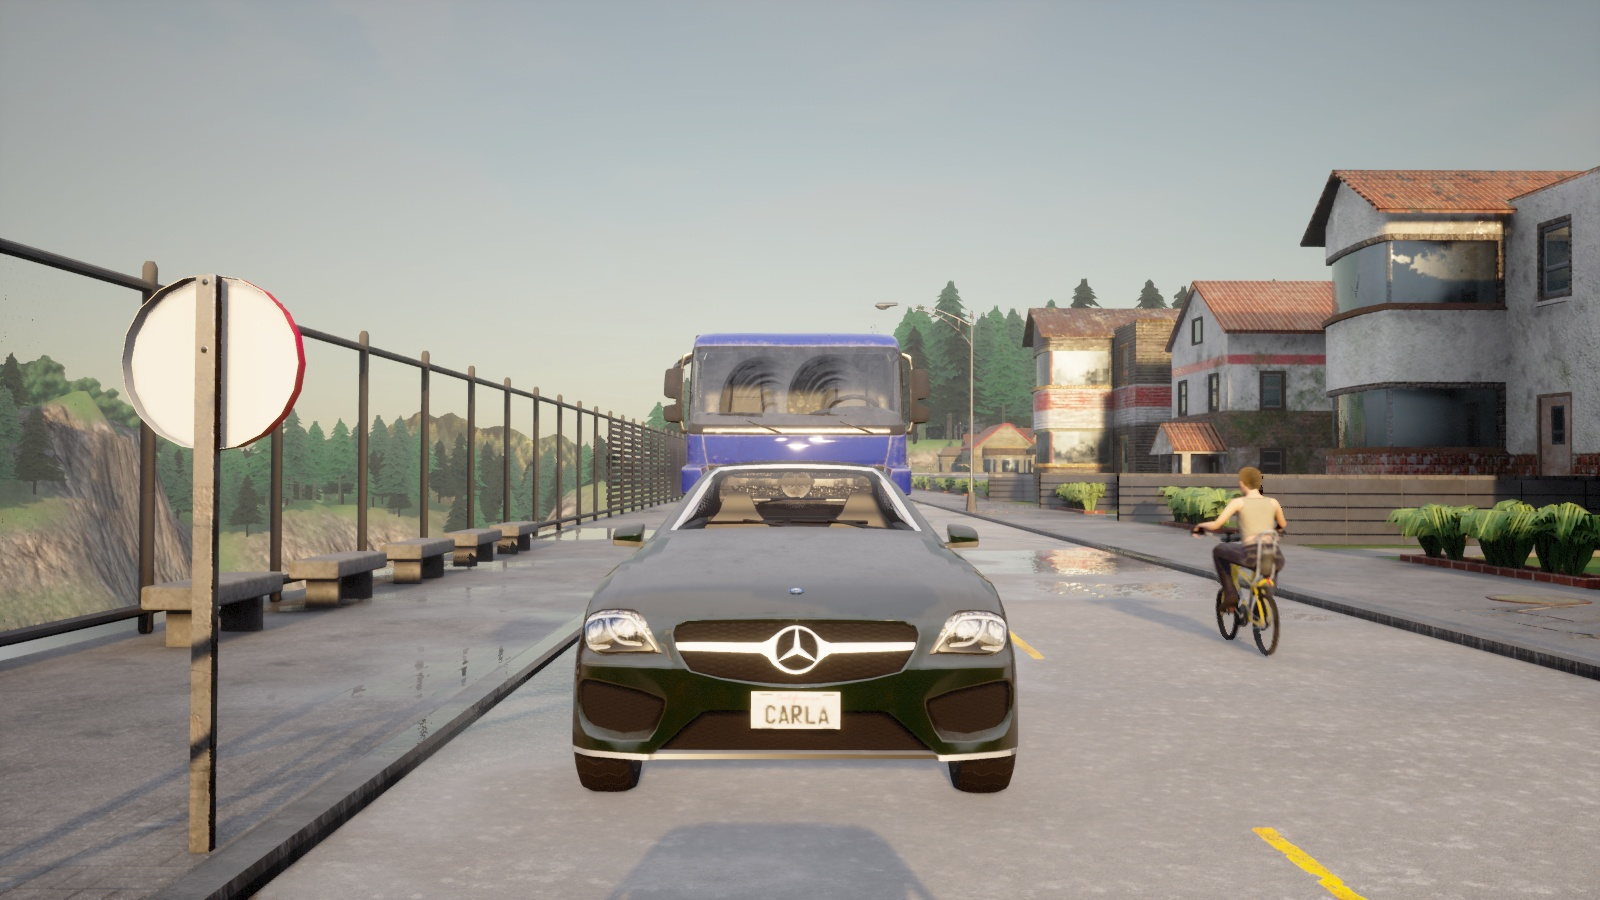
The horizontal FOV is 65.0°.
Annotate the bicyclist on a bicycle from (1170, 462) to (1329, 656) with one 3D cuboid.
[{"bbox_3d":[3.967,0.923,11.216,0.866,1.612,1.509,0,-1,0],"label":"bicyclist on a bicycle"}]

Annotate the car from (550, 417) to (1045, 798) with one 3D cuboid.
[{"bbox_3d":[-0.021,0.727,7.996,2.152,1.651,5.027,0,-1,0],"label":"car"}]

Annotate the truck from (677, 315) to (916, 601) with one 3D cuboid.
[{"bbox_3d":[-0.052,0.155,19.219,2.891,3.462,7.936,0,-1,0],"label":"truck"}]
